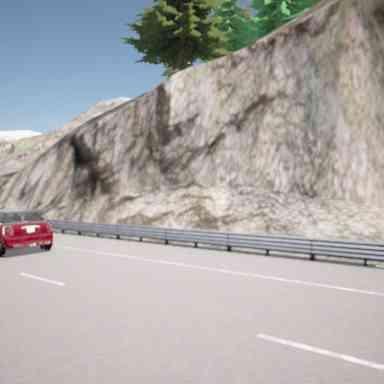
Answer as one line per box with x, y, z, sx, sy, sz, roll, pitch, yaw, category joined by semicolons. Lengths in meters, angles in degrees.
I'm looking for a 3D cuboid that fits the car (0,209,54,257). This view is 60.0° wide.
-7.781;1.481;13.733;4.553;1.767;2.097;-1;-1;36;car
